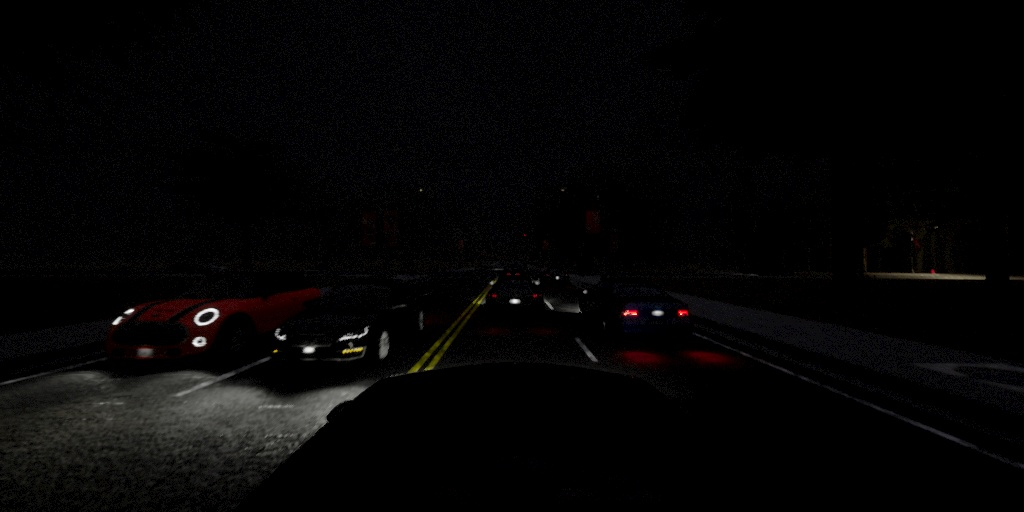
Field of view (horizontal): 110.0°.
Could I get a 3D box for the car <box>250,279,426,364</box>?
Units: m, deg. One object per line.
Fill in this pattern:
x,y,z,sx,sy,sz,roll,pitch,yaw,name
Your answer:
-3.354,1.321,8.352,1.837,1.490,4.892,0,-1,0,car

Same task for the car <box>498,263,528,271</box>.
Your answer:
0.085,1.529,28.188,1.837,1.490,4.892,0,-1,0,car

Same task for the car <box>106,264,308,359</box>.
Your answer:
-6.603,1.172,8.704,2.097,1.767,4.553,0,-1,0,car

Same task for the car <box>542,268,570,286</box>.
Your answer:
3.336,1.590,28.331,1.994,1.385,4.181,0,-1,0,car

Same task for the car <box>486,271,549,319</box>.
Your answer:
0.094,1.430,13.374,1.994,1.385,4.181,0,-1,0,car

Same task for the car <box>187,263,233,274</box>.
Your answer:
-41.033,1.683,48.833,4.674,1.442,1.812,0,-1,0,car

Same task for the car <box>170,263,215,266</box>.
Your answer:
-41.071,1.624,45.565,4.892,1.490,1.837,0,-1,0,car

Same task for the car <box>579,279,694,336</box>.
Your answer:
3.346,1.387,10.741,2.033,1.411,5.357,0,-1,0,car
